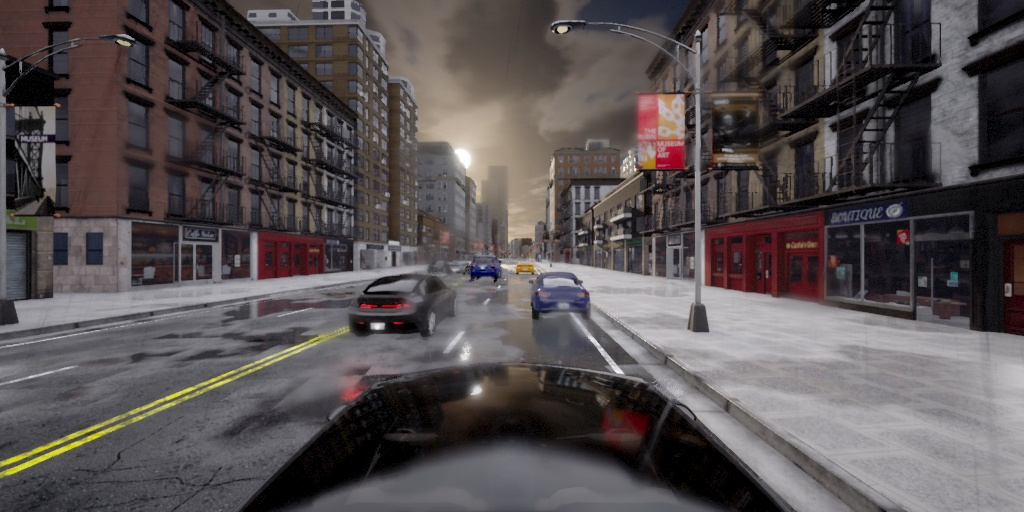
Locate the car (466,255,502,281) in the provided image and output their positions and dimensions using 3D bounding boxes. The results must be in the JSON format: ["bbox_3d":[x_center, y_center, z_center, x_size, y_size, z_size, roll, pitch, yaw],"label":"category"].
[{"bbox_3d":[-2.110,0.964,29.652,2.150,2.045,5.566,0,0,2],"label":"car"}]

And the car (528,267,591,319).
[{"bbox_3d":[1.583,1.274,12.641,1.812,1.442,4.674,0,0,2],"label":"car"}]

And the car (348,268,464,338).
[{"bbox_3d":[-2.795,1.255,10.161,1.837,1.490,4.892,0,0,2],"label":"car"}]

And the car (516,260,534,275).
[{"bbox_3d":[1.439,1.213,39.186,1.882,1.535,5.008,0,0,2],"label":"car"}]

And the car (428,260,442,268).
[{"bbox_3d":[-8.398,1.239,41.479,1.837,1.490,4.892,0,0,2],"label":"car"}]

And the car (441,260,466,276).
[{"bbox_3d":[-5.323,1.228,36.446,2.128,1.511,4.902,0,0,2],"label":"car"}]
